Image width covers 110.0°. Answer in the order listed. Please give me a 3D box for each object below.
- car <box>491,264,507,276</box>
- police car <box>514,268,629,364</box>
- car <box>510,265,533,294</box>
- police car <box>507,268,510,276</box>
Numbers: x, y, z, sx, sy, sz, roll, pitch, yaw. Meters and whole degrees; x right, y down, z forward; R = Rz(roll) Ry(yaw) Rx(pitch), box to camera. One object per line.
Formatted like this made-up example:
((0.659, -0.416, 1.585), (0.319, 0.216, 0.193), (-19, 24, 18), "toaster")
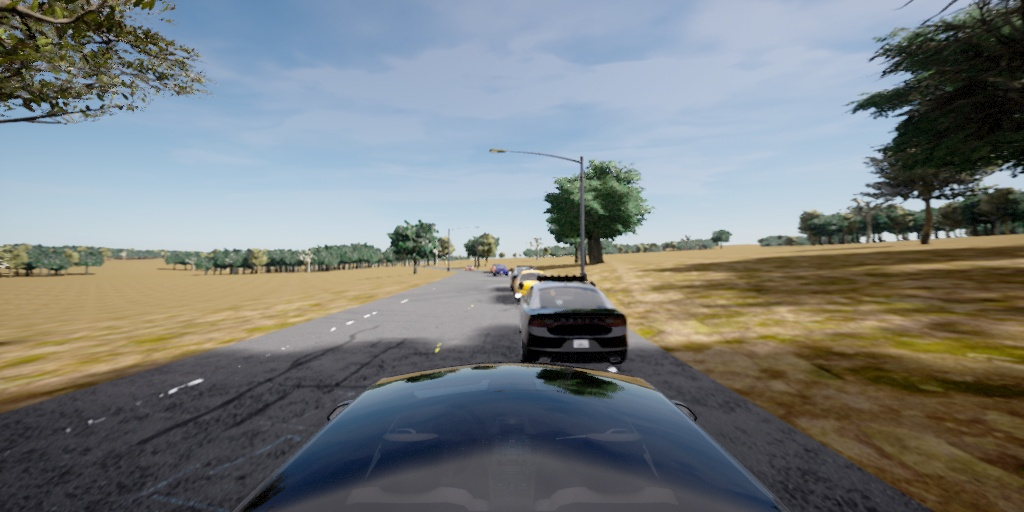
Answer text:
((-1.476, 1.923, 47.135), (1.812, 1.442, 4.674), (0, -1, -4), "car")
((1.118, 1.251, 8.394), (1.930, 1.638, 5.238), (0, -1, 0), "police car")
((1.007, 1.408, 18.530), (1.801, 1.575, 5.366), (0, -1, -1), "car")
((0.843, 1.452, 24.482), (1.930, 1.638, 5.238), (0, -1, -2), "police car")
